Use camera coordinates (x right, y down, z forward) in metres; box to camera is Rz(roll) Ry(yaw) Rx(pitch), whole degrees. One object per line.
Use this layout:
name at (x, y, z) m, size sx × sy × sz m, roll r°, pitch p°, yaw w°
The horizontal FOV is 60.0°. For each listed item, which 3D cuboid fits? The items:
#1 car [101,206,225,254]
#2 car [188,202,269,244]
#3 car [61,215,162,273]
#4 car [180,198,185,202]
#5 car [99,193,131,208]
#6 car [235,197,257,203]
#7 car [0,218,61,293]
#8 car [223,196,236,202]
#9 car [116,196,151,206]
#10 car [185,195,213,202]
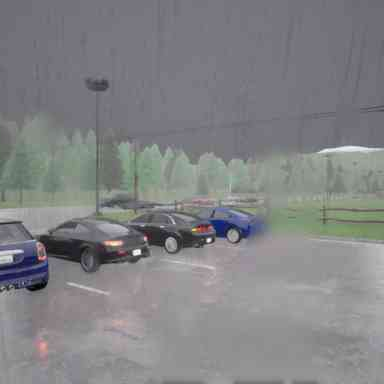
car at (-1.356, 1.505, 13.502) m, size 4.892 × 1.490 × 1.837 m, roll 0°, pitch 0°, yaw 36°
car at (1.164, 1.477, 15.996) m, size 5.008 × 1.535 × 1.882 m, roll 0°, pitch 0°, yaw 36°
car at (-3.408, 1.525, 10.665) m, size 4.674 × 1.442 × 1.812 m, roll 0°, pitch 0°, yaw 36°
car at (-0.402, 1.563, 61.474) m, size 1.994 × 1.385 × 4.181 m, roll 0°, pitch 0°, yaw 36°
car at (-10.839, 1.220, 47.193) m, size 2.150 × 2.045 × 5.566 m, roll 0°, pitch 0°, yaw 36°
car at (10.937, 1.600, 65.067) m, size 1.895 × 1.301 × 4.718 m, roll 0°, pitch 0°, yaw 37°
car at (-5.400, 1.352, 7.785) m, size 4.553 × 1.767 × 2.097 m, roll 0°, pitch 0°, yaw 36°
car at (8.729, 1.512, 73.873) m, size 1.812 × 1.442 × 4.674 m, roll 0°, pitch 0°, yaw 36°
car at (-6.779, 1.563, 40.819) m, size 1.994 × 1.385 × 4.181 m, roll 0°, pitch 0°, yaw 35°
car at (1.513, 1.351, 52.255) m, size 2.097 × 1.767 × 4.553 m, roll 0°, pitch 0°, yaw 36°
